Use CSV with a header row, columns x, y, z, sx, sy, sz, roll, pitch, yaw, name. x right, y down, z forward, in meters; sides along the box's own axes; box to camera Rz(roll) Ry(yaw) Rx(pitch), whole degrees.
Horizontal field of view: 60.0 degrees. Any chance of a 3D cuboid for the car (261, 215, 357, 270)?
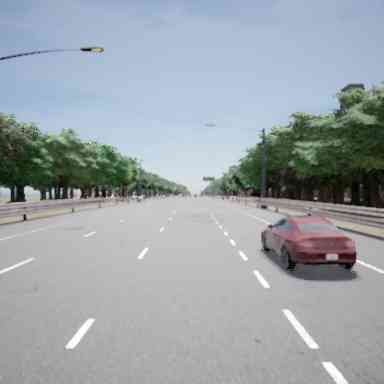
x,y,z,sx,sy,sz,roll,pitch,yaw,name
3.534,1.479,10.722,1.812,1.442,4.674,0,0,0,car
